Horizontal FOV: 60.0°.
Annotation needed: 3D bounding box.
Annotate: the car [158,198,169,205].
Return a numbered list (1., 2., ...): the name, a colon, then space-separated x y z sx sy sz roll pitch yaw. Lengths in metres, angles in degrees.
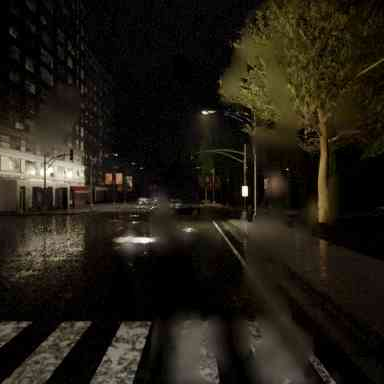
1. car: -6.302 2.039 74.277 1.882 1.535 5.008 0 -1 0

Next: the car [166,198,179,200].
1. car: -3.027 1.917 59.621 2.033 1.411 5.357 0 -1 1

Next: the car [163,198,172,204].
1. car: -6.274 2.310 84.601 1.895 1.301 4.718 0 -1 0

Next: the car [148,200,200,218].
1. car: -1.398 1.737 31.307 4.718 1.301 1.895 1 0 -44

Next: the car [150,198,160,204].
1. car: -9.522 2.267 85.433 2.033 1.411 5.357 0 -1 0

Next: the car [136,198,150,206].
1. car: -9.616 1.922 64.593 2.128 1.511 4.902 0 -1 1

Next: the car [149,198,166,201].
1. car: -6.367 1.975 64.327 2.033 1.411 5.357 0 -1 1

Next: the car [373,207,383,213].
1. car: 42.461 4.000 74.943 5.357 1.411 2.033 4 -3 -45

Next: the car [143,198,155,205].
1. car: -9.551 2.110 74.890 2.033 1.411 5.357 0 -1 0
